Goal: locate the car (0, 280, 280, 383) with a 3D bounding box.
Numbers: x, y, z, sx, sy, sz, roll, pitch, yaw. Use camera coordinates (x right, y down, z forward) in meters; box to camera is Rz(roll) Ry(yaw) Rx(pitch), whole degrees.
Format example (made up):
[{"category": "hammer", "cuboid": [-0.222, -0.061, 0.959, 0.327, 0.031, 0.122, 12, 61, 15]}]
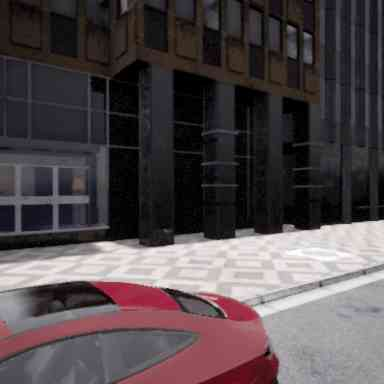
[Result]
[{"category": "car", "cuboid": [-1.316, 1.526, 2.443, 4.674, 1.442, 1.812, 0, 0, -35]}]
